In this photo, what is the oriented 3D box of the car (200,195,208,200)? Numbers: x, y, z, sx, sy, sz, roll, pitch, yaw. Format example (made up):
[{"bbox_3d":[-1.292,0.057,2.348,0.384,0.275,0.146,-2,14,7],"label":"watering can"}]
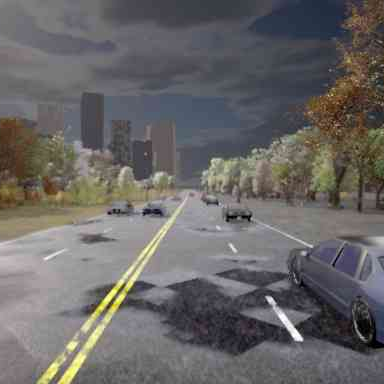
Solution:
[{"bbox_3d":[3.165,1.347,86.732,1.895,1.301,4.718,0,0,0],"label":"car"}]

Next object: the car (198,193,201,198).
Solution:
[{"bbox_3d":[3.200,1.023,75.726,2.150,2.045,5.566,0,0,0],"label":"car"}]

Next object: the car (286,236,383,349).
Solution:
[{"bbox_3d":[3.352,1.534,6.173,2.033,1.411,5.357,0,0,0],"label":"car"}]

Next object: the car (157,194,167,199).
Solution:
[{"bbox_3d":[-6.540,1.205,72.165,1.812,1.442,4.674,0,0,0],"label":"car"}]

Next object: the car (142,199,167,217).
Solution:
[{"bbox_3d":[-3.350,1.545,30.186,1.895,1.301,4.718,0,0,0],"label":"car"}]

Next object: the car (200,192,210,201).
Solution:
[{"bbox_3d":[3.237,1.351,64.725,2.163,1.488,4.792,0,0,0],"label":"car"}]

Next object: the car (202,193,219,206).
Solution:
[{"bbox_3d":[3.249,1.387,53.707,2.163,1.488,4.792,0,0,0],"label":"car"}]

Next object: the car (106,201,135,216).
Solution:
[{"bbox_3d":[-6.596,1.506,31.149,1.994,1.385,4.181,0,0,0],"label":"car"}]

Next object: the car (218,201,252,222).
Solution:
[{"bbox_3d":[3.348,1.551,25.802,1.895,1.301,4.718,0,0,0],"label":"car"}]

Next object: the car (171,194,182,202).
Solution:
[{"bbox_3d":[-3.289,1.125,71.587,2.097,1.767,4.553,0,0,0],"label":"car"}]
